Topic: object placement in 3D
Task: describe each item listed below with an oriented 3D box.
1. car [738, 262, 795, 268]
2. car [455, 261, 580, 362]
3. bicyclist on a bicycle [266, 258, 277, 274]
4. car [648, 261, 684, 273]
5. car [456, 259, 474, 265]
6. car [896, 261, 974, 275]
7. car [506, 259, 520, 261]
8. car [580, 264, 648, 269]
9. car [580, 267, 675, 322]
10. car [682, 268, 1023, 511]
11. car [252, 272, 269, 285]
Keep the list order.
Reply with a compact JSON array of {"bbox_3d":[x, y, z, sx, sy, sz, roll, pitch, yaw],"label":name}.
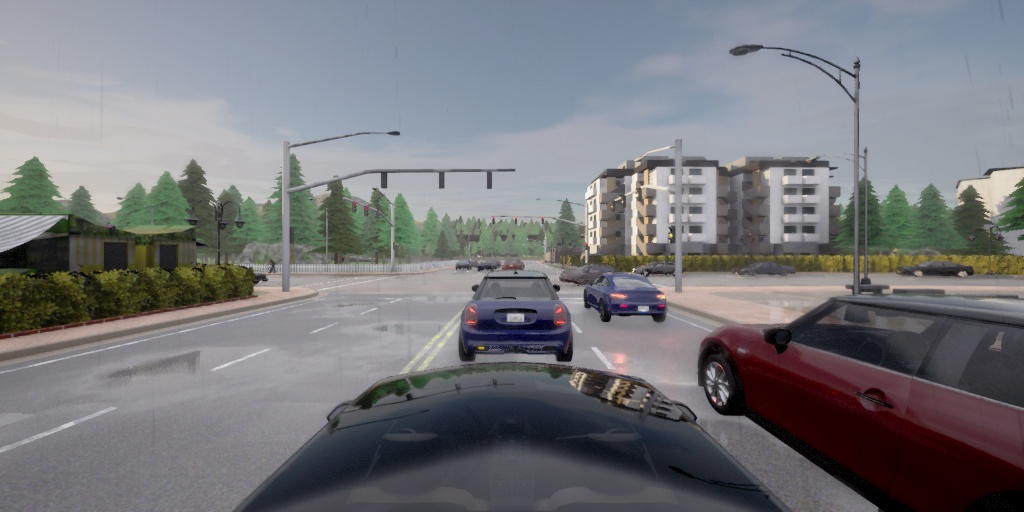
[{"bbox_3d":[24.743,1.297,35.251,5.357,1.411,2.033,0,0,0],"label":"car"},{"bbox_3d":[0.092,1.102,8.403,2.097,1.767,4.553,0,0,1],"label":"car"},{"bbox_3d":[-25.594,1.052,38.175,0.582,1.620,1.656,0,0,-1],"label":"bicyclist on a bicycle"},{"bbox_3d":[14.246,1.241,34.997,4.902,1.511,2.128,0,0,-2],"label":"car"},{"bbox_3d":[-6.802,1.228,50.920,1.882,1.535,5.008,0,0,0],"label":"car"},{"bbox_3d":[39.021,1.228,33.226,5.008,1.535,1.882,0,0,17],"label":"car"},{"bbox_3d":[0.191,1.102,41.591,2.097,1.767,4.553,0,0,7],"label":"car"},{"bbox_3d":[5.904,1.297,24.022,5.357,1.411,2.033,0,0,-2],"label":"car"},{"bbox_3d":[3.645,1.276,12.113,1.812,1.442,4.674,0,0,1],"label":"car"},{"bbox_3d":[3.605,1.102,3.124,2.097,1.767,4.553,0,0,0],"label":"car"},{"bbox_3d":[-19.363,1.297,23.811,5.357,1.411,2.033,0,0,-1],"label":"car"}]
